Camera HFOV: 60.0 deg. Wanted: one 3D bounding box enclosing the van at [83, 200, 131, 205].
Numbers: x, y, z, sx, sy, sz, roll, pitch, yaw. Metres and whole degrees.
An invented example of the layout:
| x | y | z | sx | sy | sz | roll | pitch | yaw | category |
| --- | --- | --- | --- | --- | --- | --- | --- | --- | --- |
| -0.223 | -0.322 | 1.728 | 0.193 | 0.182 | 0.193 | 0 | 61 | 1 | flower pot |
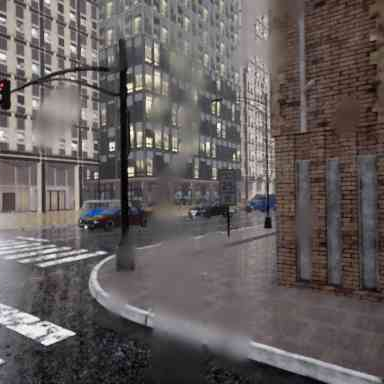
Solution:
| x | y | z | sx | sy | sz | roll | pitch | yaw | category |
| --- | --- | --- | --- | --- | --- | --- | --- | --- | --- |
| -6.029 | 1.455 | 23.499 | 1.690 | 1.788 | 3.998 | -1 | -1 | 36 | van |

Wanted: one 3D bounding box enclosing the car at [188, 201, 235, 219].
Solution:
| x | y | z | sx | sy | sz | roll | pitch | yaw | category |
| --- | --- | --- | --- | --- | --- | --- | --- | --- | --- |
| 1.571 | 1.574 | 29.651 | 2.128 | 1.511 | 4.902 | -1 | -1 | 36 | car |

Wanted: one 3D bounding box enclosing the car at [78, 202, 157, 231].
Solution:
| x | y | z | sx | sy | sz | roll | pitch | yaw | category |
| --- | --- | --- | --- | --- | --- | --- | --- | --- | --- |
| -4.512 | 1.609 | 21.164 | 2.033 | 1.411 | 5.357 | -1 | -1 | 36 | car |

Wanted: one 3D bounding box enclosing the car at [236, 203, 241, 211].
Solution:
| x | y | z | sx | sy | sz | roll | pitch | yaw | category |
| --- | --- | --- | --- | --- | --- | --- | --- | --- | --- |
| 6.806 | 1.683 | 41.408 | 1.752 | 1.417 | 4.829 | -2 | -1 | 36 | car |

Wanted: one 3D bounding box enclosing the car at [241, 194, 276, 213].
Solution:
| x | y | z | sx | sy | sz | roll | pitch | yaw | category |
| --- | --- | --- | --- | --- | --- | --- | --- | --- | --- |
| 8.276 | 1.324 | 38.991 | 2.150 | 2.045 | 5.566 | -1 | -1 | 36 | car |
